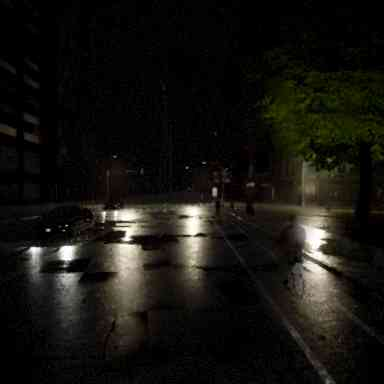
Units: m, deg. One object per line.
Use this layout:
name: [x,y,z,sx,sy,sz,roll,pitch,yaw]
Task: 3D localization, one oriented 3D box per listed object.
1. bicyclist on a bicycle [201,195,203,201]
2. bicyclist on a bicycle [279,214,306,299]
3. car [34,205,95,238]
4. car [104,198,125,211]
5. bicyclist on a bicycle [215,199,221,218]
bicyclist on a bicycle: [2.289,1.454,74.697,0.659,1.776,1.843,0,0,0]
bicyclist on a bicycle: [2.243,1.369,7.591,0.659,1.776,1.843,0,0,0]
car: [-6.590,1.510,17.679,1.837,1.490,4.892,0,0,0]
car: [-9.728,1.604,41.890,1.837,1.490,4.892,0,0,0]
bicyclist on a bicycle: [2.268,1.471,29.082,0.582,1.620,1.656,0,0,0]
